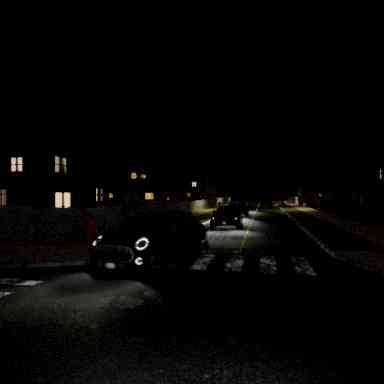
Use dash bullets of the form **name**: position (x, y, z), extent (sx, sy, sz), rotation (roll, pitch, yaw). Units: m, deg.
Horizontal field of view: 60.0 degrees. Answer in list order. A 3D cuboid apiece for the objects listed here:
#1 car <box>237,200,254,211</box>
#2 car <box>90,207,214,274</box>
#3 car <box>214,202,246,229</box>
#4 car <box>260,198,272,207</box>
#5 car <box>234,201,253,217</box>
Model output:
- **car**: position (7.426, 1.852, 45.808), extent (1.895, 1.301, 4.718), rotation (-1, 0, 13)
- **car**: position (-1.215, 1.429, 11.073), extent (2.097, 1.767, 4.553), rotation (-1, -1, 27)
- **car**: position (2.481, 1.650, 22.927), extent (1.812, 1.442, 4.674), rotation (-1, 0, 12)
- **car**: position (12.749, 1.802, 57.232), extent (1.837, 1.490, 4.892), rotation (-1, -1, 12)
- **car**: position (4.757, 1.670, 33.531), extent (2.128, 1.511, 4.902), rotation (-1, 0, 12)
